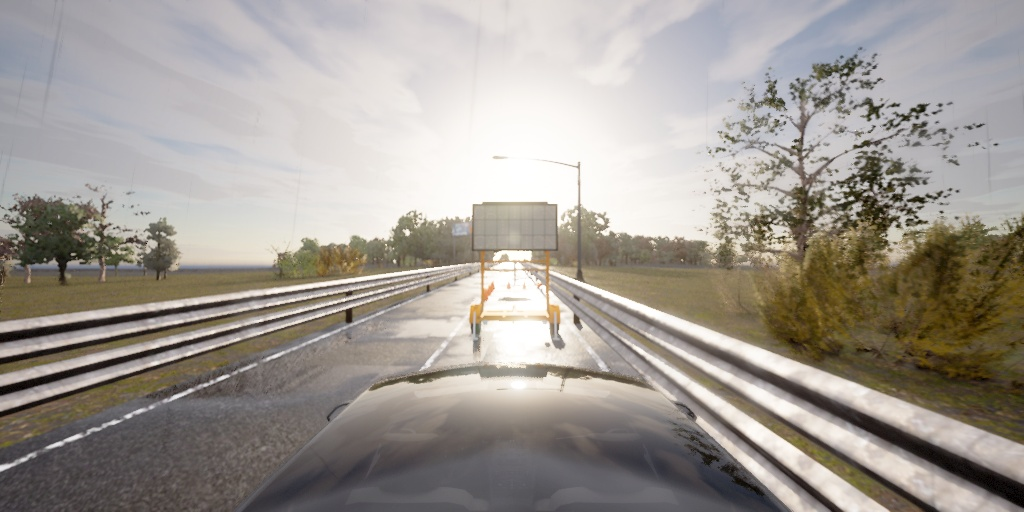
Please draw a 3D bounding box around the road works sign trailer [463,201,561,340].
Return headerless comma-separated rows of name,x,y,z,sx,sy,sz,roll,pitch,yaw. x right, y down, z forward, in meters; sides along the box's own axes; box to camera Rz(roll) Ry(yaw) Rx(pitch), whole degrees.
road works sign trailer,0.090,0.269,10.142,2.380,3.560,2.880,0,0,1
